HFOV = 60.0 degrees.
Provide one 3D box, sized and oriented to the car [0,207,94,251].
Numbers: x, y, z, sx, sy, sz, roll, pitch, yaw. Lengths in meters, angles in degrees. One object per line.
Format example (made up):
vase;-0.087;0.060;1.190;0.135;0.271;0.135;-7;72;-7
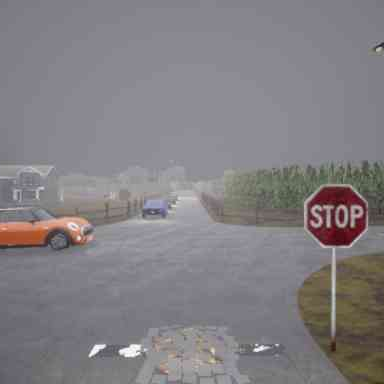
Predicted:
car;-6.383;1.391;13.394;4.553;1.767;2.097;-3;1;0

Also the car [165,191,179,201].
car;-3.474;0.726;58.568;2.128;1.511;4.902;0;1;0

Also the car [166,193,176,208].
car;-3.271;1.250;38.873;2.033;1.411;5.357;0;1;-1

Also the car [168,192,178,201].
car;-3.366;1.062;48.197;1.994;1.385;4.181;0;1;0

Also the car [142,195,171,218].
car;-3.167;1.325;29.055;1.882;1.535;5.008;0;1;-1
